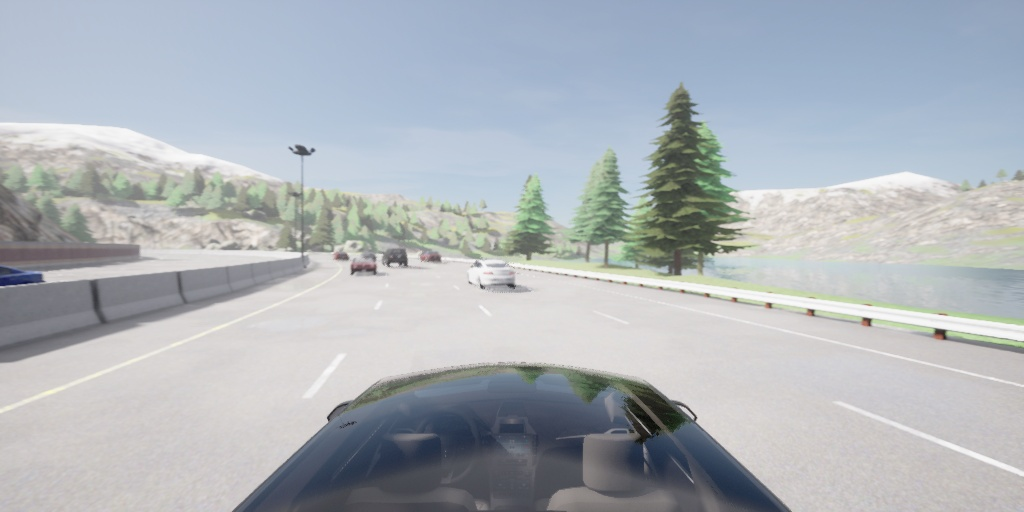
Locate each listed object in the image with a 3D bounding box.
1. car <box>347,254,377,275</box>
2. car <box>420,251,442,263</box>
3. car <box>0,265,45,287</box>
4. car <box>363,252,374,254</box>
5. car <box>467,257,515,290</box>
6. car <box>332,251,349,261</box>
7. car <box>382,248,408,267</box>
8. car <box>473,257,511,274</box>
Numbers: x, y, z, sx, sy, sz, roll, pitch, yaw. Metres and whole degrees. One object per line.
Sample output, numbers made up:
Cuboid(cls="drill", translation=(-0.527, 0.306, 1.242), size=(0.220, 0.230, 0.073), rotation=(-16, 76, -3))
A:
Cuboid(cls="car", translation=(-12.022, 0.760, 29.016), size=(1.895, 1.301, 4.718), rotation=(0, 1, -23))
Cuboid(cls="car", translation=(-11.986, 0.086, 52.642), size=(2.097, 1.767, 4.553), rotation=(0, 1, -31))
Cuboid(cls="car", translation=(-17.097, 0.930, 10.617), size=(1.882, 1.535, 5.008), rotation=(0, 1, -16))
Cuboid(cls="car", translation=(-23.052, 0.050, 57.232), size=(2.128, 1.511, 4.902), rotation=(0, 1, -34))
Cuboid(cls="car", translation=(-1.181, 0.946, 19.372), size=(1.812, 1.442, 4.674), rotation=(0, 1, -18))
Cuboid(cls="car", translation=(-27.752, -0.012, 57.943), size=(1.882, 1.535, 5.008), rotation=(0, 1, -35))
Cuboid(cls="car", translation=(-13.194, 0.166, 40.252), size=(2.150, 2.045, 5.566), rotation=(0, 1, -27))
Cuboid(cls="car", translation=(-1.883, 0.783, 32.182), size=(1.895, 1.301, 4.718), rotation=(0, 1, -22))
